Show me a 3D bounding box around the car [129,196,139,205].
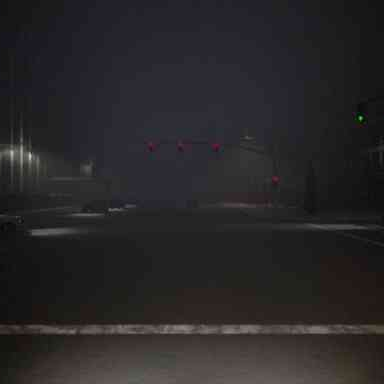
[{"bbox_3d":[-10.693,1.527,60.054,2.128,1.511,4.902,0,0,0],"label":"car"}]

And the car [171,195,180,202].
[{"bbox_3d":[-3.674,1.463,76.134,1.895,1.301,4.718,0,0,0],"label":"car"}]

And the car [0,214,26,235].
[{"bbox_3d":[-11.352,1.536,17.496,4.674,1.442,1.812,0,0,-26],"label":"car"}]

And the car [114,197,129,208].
[{"bbox_3d":[-10.696,1.591,47.134,1.994,1.385,4.181,0,0,0],"label":"car"}]

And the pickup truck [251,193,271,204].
[{"bbox_3d":[12.981,1.094,61.590,2.390,2.098,6.274,0,0,30],"label":"pickup truck"}]

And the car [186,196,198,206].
[{"bbox_3d":[-0.024,1.631,53.531,1.895,1.301,4.718,0,0,0],"label":"car"}]

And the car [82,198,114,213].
[{"bbox_3d":[-10.672,1.569,37.260,2.033,1.411,5.357,0,0,0],"label":"car"}]

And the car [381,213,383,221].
[{"bbox_3d":[15.100,1.614,21.669,4.718,1.301,1.895,0,0,0],"label":"car"}]

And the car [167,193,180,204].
[{"bbox_3d":[-3.649,1.259,65.442,2.150,2.045,5.566,0,0,0],"label":"car"}]

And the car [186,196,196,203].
[{"bbox_3d":[-0.163,1.583,73.335,2.033,1.411,5.357,0,0,0],"label":"car"}]
